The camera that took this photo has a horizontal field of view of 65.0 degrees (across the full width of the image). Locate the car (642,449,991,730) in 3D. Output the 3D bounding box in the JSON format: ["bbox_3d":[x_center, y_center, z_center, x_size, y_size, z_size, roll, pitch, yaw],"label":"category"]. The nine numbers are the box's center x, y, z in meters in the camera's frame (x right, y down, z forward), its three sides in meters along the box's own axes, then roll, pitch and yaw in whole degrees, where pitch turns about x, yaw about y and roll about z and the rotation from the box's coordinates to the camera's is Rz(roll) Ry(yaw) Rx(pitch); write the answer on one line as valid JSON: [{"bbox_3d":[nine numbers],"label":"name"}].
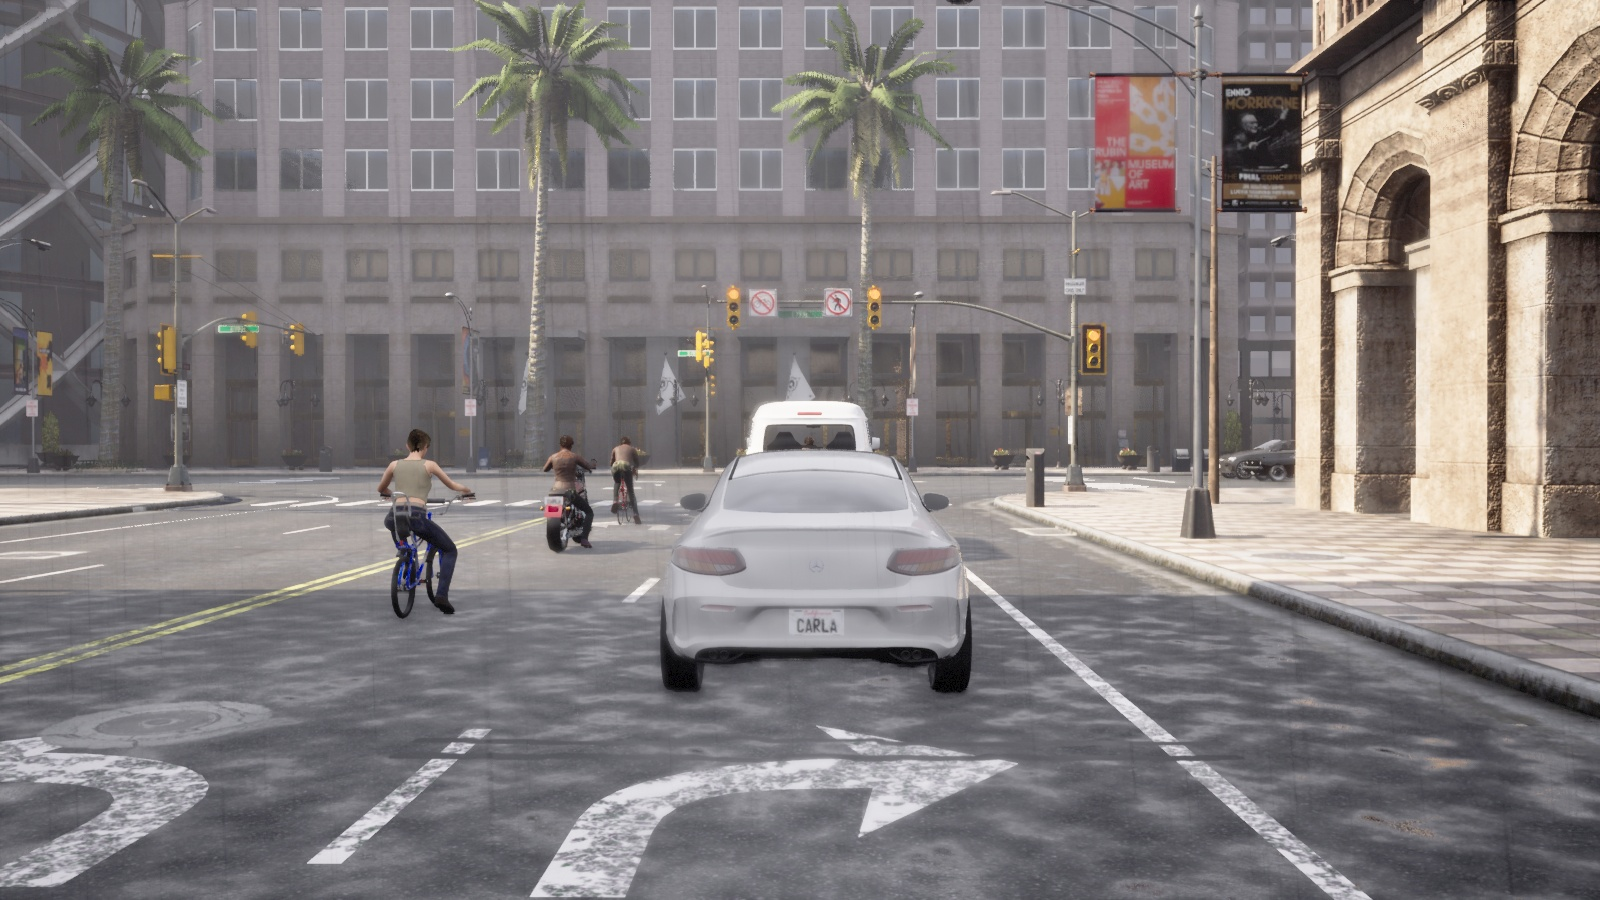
[{"bbox_3d":[0.104,0.722,8.867,1.812,1.442,4.674,0,0,0],"label":"car"}]

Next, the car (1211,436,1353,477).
[{"bbox_3d":[19.711,0.250,51.521,5.027,1.651,2.152,0,0,1],"label":"car"}]

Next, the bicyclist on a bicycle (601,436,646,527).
[{"bbox_3d":[-3.256,0.565,23.313,0.582,1.620,1.656,0,0,1],"label":"bicyclist on a bicycle"}]

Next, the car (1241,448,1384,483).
[{"bbox_3d":[19.545,0.591,48.045,4.718,1.301,1.895,0,0,1],"label":"car"}]

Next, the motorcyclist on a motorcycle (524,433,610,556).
[{"bbox_3d":[-3.299,0.593,17.981,0.766,1.649,2.350,0,0,1],"label":"motorcyclist on a motorcycle"}]

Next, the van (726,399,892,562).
[{"bbox_3d":[0.170,0.369,17.908,2.069,2.038,4.480,0,0,1],"label":"van"}]

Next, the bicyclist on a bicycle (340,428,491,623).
[{"bbox_3d":[-3.366,0.617,11.144,0.866,1.612,1.509,0,0,0],"label":"bicyclist on a bicycle"}]
